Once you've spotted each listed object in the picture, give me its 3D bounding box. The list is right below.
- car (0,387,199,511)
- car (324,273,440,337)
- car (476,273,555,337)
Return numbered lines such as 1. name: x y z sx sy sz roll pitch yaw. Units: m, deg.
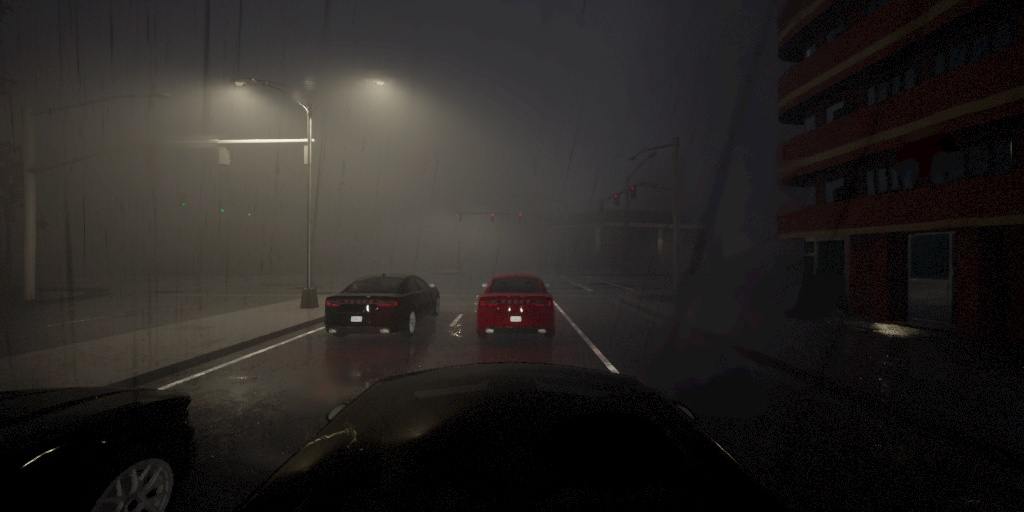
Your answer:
1. car: -3.408 1.228 0.753 1.882 1.535 5.008 0 0 0
2. car: -3.396 1.228 10.327 1.882 1.535 5.008 0 0 0
3. car: 0.109 1.228 10.341 1.882 1.535 5.008 0 0 1
